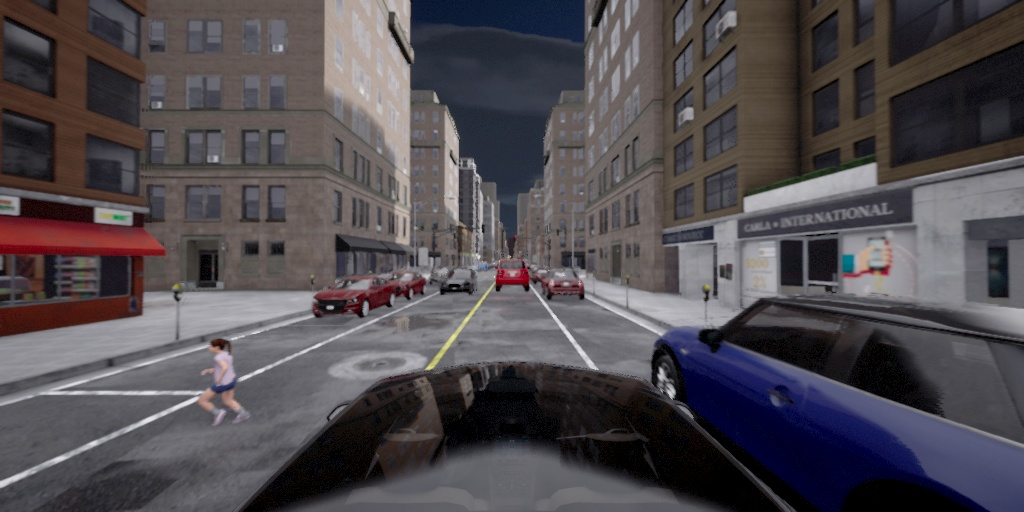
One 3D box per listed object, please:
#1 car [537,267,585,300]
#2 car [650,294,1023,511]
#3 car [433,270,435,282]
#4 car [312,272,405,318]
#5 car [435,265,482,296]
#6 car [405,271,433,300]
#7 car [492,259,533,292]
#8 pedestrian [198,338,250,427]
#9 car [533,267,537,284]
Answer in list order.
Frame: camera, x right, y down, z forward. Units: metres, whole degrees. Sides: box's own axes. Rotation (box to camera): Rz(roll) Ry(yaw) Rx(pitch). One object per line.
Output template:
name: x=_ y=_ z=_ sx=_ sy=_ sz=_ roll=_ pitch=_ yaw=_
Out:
car: x=2.652 y=1.412 z=19.430 sx=1.967 sy=1.591 sz=4.097 roll=0 pitch=0 yaw=0
car: x=3.000 y=1.121 z=3.235 sx=2.097 sy=1.767 sz=4.553 roll=0 pitch=-1 yaw=0
car: x=-5.885 y=1.666 z=30.603 sx=2.007 sy=1.370 sz=4.403 roll=0 pitch=0 yaw=0
car: x=-5.868 y=1.447 z=13.817 sx=1.888 sy=1.381 sz=4.507 roll=0 pitch=0 yaw=0
car: x=-3.116 y=1.505 z=21.763 sx=1.837 sy=1.490 sz=4.892 roll=0 pitch=0 yaw=0
car: x=-5.874 y=1.518 z=19.413 sx=1.888 sy=1.381 sz=4.507 roll=0 pitch=0 yaw=0
car: x=0.036 y=1.256 z=24.302 sx=2.150 sy=2.045 sz=5.566 roll=0 pitch=-1 yaw=0
pedestrian: x=-3.443 y=1.458 z=4.304 sx=0.500 sy=1.100 sz=0.500 roll=0 pitch=-1 yaw=-15
car: x=2.641 y=1.697 z=30.618 sx=1.802 sy=1.307 sz=4.207 roll=0 pitch=0 yaw=0
